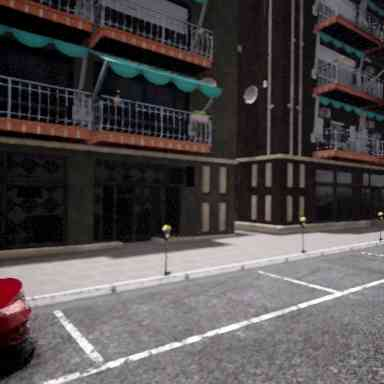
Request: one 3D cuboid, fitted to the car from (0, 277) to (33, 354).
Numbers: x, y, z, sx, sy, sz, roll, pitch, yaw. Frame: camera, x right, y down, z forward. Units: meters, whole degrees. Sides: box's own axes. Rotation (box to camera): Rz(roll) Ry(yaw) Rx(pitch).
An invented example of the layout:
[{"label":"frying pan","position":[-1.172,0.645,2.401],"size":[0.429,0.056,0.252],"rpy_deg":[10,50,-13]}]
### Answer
[{"label":"car","position":[-4.078,1.575,3.639],"size":[4.206,1.307,1.802],"rpy_deg":[0,1,-35]}]
